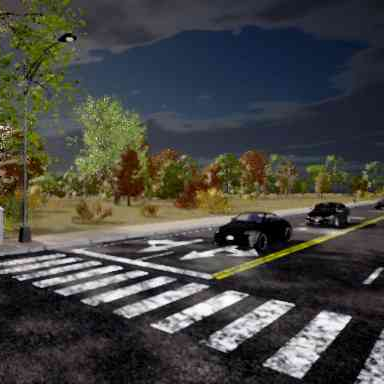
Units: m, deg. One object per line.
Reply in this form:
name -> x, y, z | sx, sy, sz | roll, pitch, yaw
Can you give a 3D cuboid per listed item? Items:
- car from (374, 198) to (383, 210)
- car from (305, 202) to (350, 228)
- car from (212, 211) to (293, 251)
car -> 23.509, 1.455, 40.182 | 2.033, 1.411, 5.357 | 0, 0, 39
car -> 9.160, 1.457, 22.283 | 1.837, 1.490, 4.892 | 0, 1, 39
car -> 2.667, 1.540, 14.127 | 1.994, 1.385, 4.181 | 0, 0, 38
